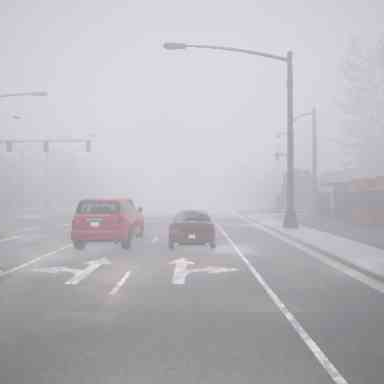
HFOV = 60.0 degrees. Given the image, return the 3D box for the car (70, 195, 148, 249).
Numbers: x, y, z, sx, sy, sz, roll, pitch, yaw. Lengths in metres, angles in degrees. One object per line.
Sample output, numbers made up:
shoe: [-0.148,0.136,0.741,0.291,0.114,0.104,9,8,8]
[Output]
car: [-3.500,1.263,14.684,2.150,2.045,5.566,0,0,0]

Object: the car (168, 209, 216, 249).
car: [0.000,1.489,14.652,1.882,1.535,5.008,0,0,0]
